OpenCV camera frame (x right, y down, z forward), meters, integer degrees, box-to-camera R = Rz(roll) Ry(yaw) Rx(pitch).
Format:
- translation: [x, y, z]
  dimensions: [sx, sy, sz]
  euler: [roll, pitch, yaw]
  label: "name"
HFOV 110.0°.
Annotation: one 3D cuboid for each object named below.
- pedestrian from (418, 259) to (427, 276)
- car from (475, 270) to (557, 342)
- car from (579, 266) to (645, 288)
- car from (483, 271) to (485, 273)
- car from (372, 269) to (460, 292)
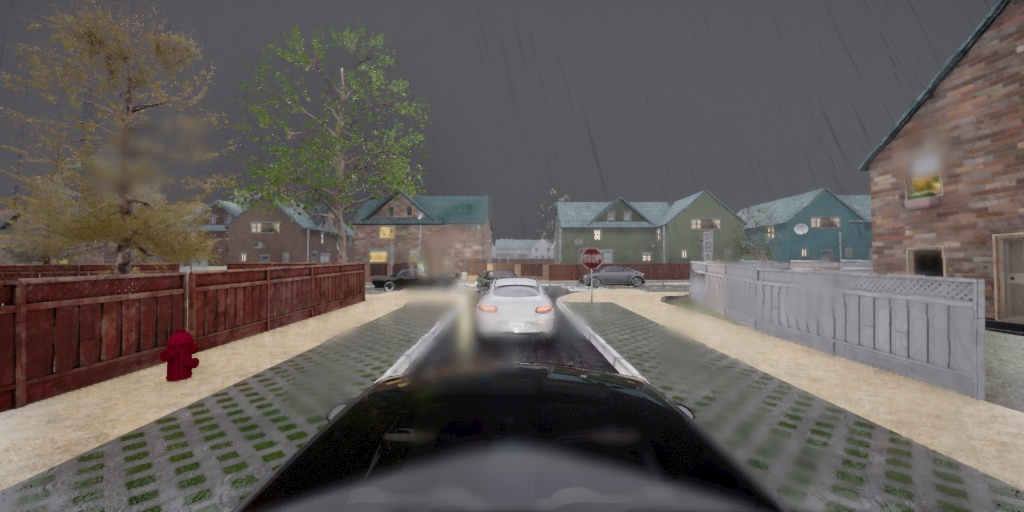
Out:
- translation: [-6.701, 1.119, 26.783]
  dimensions: [0.375, 1.860, 0.375]
  euler: [0, -1, 1]
  label: "pedestrian"
- translation: [0.103, 1.279, 9.694]
  dimensions: [1.812, 1.442, 4.674]
  euler: [0, 0, 0]
  label: "car"
- translation: [6.539, 1.344, 23.688]
  dimensions: [4.181, 1.385, 1.994]
  euler: [0, -1, 1]
  label: "car"
- translation: [-0.756, 1.366, 18.512]
  dimensions: [1.895, 1.301, 4.718]
  euler: [0, -1, -12]
  label: "car"
- translation: [-5.482, 1.416, 20.897]
  dimensions: [4.718, 1.301, 1.895]
  euler: [-1, -1, 1]
  label: "car"
